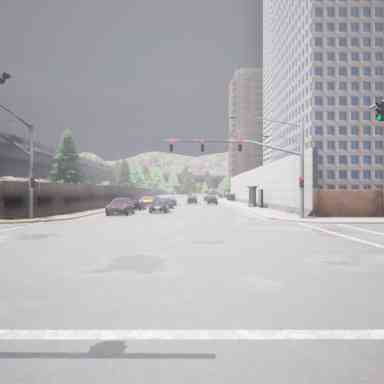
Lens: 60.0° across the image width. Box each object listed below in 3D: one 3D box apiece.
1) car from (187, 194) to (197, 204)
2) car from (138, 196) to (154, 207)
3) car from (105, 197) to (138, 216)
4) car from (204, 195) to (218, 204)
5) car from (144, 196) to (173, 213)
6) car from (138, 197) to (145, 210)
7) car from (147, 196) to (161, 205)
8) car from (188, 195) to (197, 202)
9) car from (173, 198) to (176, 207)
[{"bbox_3d":[0.068,1.478,64.285,1.882,1.535,5.008,0,0,0],"label":"car"},{"bbox_3d":[-7.034,1.478,51.413,1.882,1.535,5.008,0,0,0],"label":"car"},{"bbox_3d":[-7.059,1.352,32.911,2.097,1.767,4.553,0,0,0],"label":"car"},{"bbox_3d":[3.665,1.504,61.256,1.837,1.490,4.892,0,0,0],"label":"car"},{"bbox_3d":[-3.550,1.492,36.497,2.128,1.511,4.902,0,0,0],"label":"car"},{"bbox_3d":[-7.049,1.601,41.897,1.895,1.301,4.718,0,0,0],"label":"car"},{"bbox_3d":[-6.999,1.478,61.486,1.882,1.535,5.008,0,0,1],"label":"car"},{"bbox_3d":[0.078,1.328,74.507,1.837,1.490,4.892,0,0,0],"label":"car"},{"bbox_3d":[-3.550,1.564,45.416,1.994,1.385,4.181,0,0,-1],"label":"car"}]
